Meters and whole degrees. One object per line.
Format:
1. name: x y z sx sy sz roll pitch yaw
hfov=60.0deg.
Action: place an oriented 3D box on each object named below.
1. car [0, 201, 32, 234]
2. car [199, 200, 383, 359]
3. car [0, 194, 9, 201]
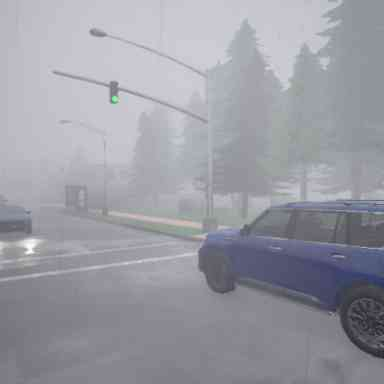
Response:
1. car: -10.321 1.487 18.722 1.882 1.535 5.008 -1 0 -34
2. car: 2.373 1.168 6.259 2.150 2.045 5.566 -1 0 -34
3. car: -18.336 1.257 30.682 2.150 2.045 5.566 -1 0 -34
